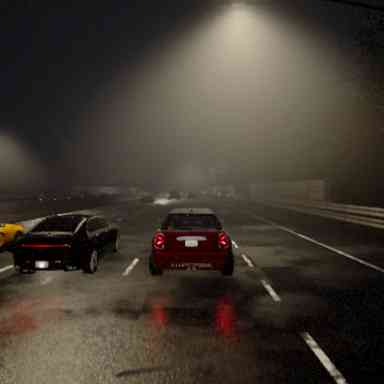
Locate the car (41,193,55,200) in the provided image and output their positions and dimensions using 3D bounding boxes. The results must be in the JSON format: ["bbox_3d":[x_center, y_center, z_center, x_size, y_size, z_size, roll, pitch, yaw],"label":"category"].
[{"bbox_3d":[-27.973,0.999,65.803,2.128,1.511,4.902,0,0,1],"label":"car"}]

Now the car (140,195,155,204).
[{"bbox_3d":[-7.057,1.113,53.279,1.994,1.385,4.181,0,0,0],"label":"car"}]

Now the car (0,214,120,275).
[{"bbox_3d":[-3.511,1.423,10.190,1.837,1.490,4.892,0,0,0],"label":"car"}]

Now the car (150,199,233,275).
[{"bbox_3d":[-0.015,1.261,10.267,2.097,1.767,4.553,0,0,0],"label":"car"}]

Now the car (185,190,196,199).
[{"bbox_3d":[-0.079,0.844,75.788,1.837,1.490,4.892,0,0,0],"label":"car"}]

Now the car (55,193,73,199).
[{"bbox_3d":[-24.569,0.946,65.803,1.882,1.535,5.008,0,0,0],"label":"car"}]

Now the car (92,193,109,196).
[{"bbox_3d":[-17.570,0.926,65.858,1.882,1.535,5.008,0,1,0],"label":"car"}]

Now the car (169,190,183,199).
[{"bbox_3d":[-3.574,0.625,69.747,2.150,2.045,5.566,0,0,0],"label":"car"}]

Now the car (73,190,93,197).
[{"bbox_3d":[-21.069,0.688,65.774,2.150,2.045,5.566,0,0,0],"label":"car"}]
